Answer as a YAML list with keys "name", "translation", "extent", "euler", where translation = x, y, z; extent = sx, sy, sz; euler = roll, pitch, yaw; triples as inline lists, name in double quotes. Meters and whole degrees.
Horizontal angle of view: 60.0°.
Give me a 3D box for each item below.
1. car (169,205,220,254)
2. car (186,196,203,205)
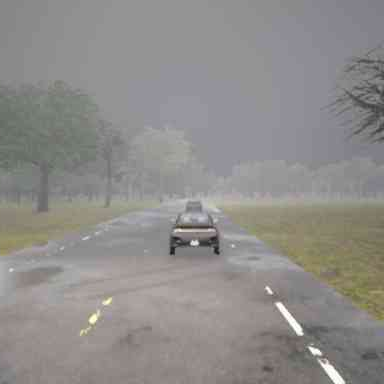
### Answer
- name: "car"
  translation: [0.090, 1.523, 13.647]
  extent: [2.128, 1.511, 4.902]
  euler: [0, 0, 0]
- name: "car"
  translation: [0.296, 1.587, 40.870]
  extent: [2.128, 1.511, 4.902]
  euler: [0, 0, 1]
